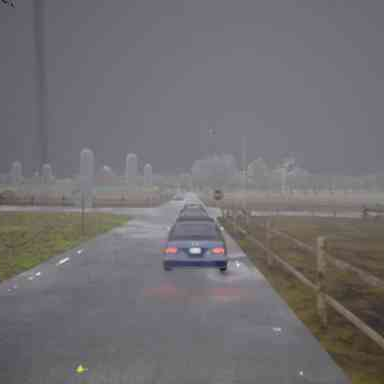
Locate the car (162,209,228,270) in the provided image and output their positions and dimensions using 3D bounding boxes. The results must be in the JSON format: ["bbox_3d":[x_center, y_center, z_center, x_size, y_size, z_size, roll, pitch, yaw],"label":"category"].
[{"bbox_3d":[0.102,1.506,10.832,2.033,1.411,5.357,0,0,1],"label":"car"}]

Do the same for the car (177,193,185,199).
[{"bbox_3d":[-2.721,1.029,84.145,1.882,1.535,5.008,0,0,0],"label":"car"}]

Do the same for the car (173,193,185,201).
[{"bbox_3d":[-2.727,1.030,68.690,2.097,1.767,4.553,0,0,0],"label":"car"}]

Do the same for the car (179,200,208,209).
[{"bbox_3d":[0.097,1.476,21.803,1.994,1.385,4.181,0,0,0],"label":"car"}]
